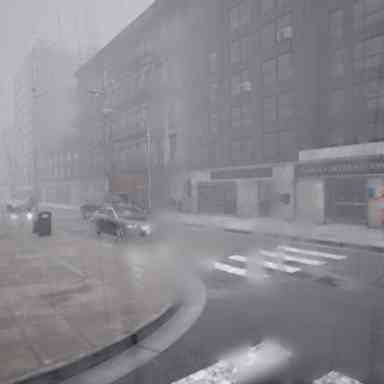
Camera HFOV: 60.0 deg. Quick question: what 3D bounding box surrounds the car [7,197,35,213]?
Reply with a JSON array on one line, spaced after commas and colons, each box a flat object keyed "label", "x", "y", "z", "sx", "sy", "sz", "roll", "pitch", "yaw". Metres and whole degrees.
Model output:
[{"label": "car", "x": -18.895, "y": 1.489, "z": 36.262, "sx": 1.812, "sy": 1.442, "sz": 4.674, "roll": -2, "pitch": 1, "yaw": -37}]

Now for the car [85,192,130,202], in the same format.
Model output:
[{"label": "car", "x": -6.469, "y": 1.061, "z": 24.728, "sx": 2.150, "sy": 2.045, "sz": 5.566, "roll": -2, "pitch": 1, "yaw": -37}]

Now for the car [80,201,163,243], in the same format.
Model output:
[{"label": "car", "x": -3.205, "y": 1.378, "z": 15.568, "sx": 2.128, "sy": 1.511, "sz": 4.902, "roll": -2, "pitch": 1, "yaw": -37}]
